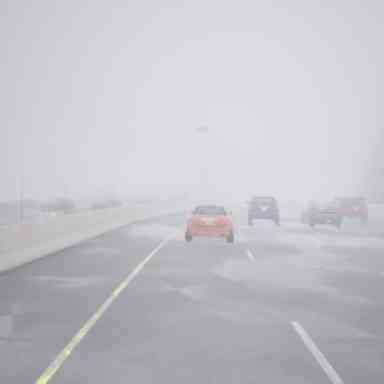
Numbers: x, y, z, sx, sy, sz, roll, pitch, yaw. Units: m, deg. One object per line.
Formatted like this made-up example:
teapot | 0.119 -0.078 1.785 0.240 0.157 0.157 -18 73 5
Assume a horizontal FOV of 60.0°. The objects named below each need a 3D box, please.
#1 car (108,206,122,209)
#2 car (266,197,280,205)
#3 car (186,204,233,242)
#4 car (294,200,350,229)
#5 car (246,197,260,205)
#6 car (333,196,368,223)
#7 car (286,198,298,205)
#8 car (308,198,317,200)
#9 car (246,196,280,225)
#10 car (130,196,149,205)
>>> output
car | -9.967 1.346 39.556 1.882 1.535 5.008 1 0 12
car | 15.309 1.694 62.747 1.837 1.490 4.892 0 0 22
car | 0.960 1.362 16.620 2.097 1.767 4.553 1 0 5
car | 8.686 1.600 22.738 2.128 1.511 4.902 1 0 8
car | 11.649 1.667 63.034 1.812 1.442 4.674 0 0 21
car | 12.935 1.384 27.955 2.150 2.045 5.566 0 0 10
car | 18.721 1.796 61.841 1.994 1.385 4.181 1 0 22
car | 22.169 1.768 60.971 2.128 1.511 4.902 1 0 22
car | 5.286 1.286 24.959 2.150 2.045 5.566 0 0 10
car | -6.078 1.482 40.899 1.994 1.385 4.181 1 0 13
